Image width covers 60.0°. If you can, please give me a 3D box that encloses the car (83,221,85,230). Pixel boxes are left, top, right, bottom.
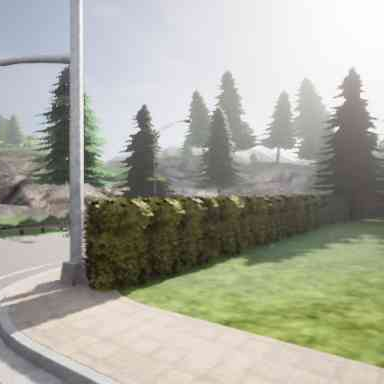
[{"bbox_3d":[-4.238,1.532,20.036,1.882,1.535,5.008,0,0,36],"label":"car"}]
